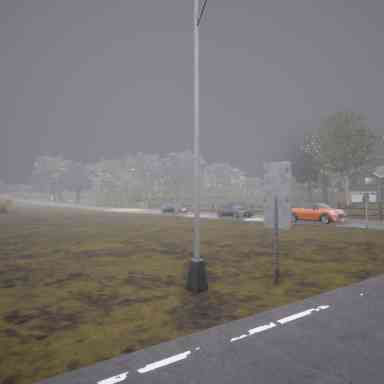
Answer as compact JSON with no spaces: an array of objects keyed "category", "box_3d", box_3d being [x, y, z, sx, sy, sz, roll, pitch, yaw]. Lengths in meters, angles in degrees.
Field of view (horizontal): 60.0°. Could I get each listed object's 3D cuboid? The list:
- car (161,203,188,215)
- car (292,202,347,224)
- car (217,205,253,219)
[{"category":"car","box_3d":[-2.450,2.246,45.079,2.128,1.511,4.902,-1,-1,-35]},{"category":"car","box_3d":[10.191,1.615,27.153,2.097,1.767,4.553,-1,-1,-35]},{"category":"car","box_3d":[4.493,2.063,35.230,1.994,1.385,4.181,-1,-1,-35]}]
